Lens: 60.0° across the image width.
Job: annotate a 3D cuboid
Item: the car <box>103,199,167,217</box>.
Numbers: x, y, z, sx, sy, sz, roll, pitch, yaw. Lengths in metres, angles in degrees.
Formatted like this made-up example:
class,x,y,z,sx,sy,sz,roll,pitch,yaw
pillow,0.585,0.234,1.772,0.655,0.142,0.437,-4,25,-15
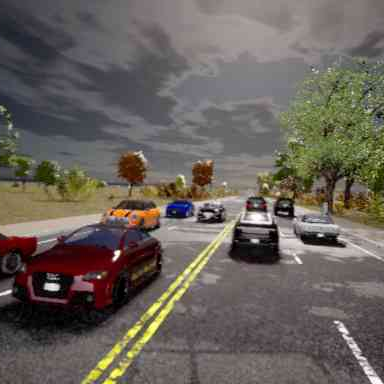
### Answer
class,x,y,z,sx,sy,sz,roll,pitch,yaw
car,-3.229,1.200,18.401,2.097,1.767,4.553,3,0,11

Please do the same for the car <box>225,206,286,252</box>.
class,x,y,z,sx,sy,sz,roll,pitch,yaw
car,2.816,1.619,14.740,2.128,1.511,4.902,3,0,11

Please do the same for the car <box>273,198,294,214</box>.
class,x,y,z,sx,sy,sz,roll,pitch,yaw
car,11.033,1.708,40.110,2.150,2.045,5.566,3,0,11

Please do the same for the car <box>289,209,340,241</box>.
class,x,y,z,sx,sy,sz,roll,pitch,yaw
car,6.941,1.917,19.002,1.895,1.301,4.718,3,0,11

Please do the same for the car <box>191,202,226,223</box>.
class,x,y,z,sx,sy,sz,roll,pitch,yaw
car,1.662,1.562,26.720,2.128,1.511,4.902,3,0,11

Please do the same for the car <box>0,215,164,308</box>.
class,x,y,z,sx,sy,sz,roll,pitch,yaw
car,-2.031,1.470,7.690,1.994,1.385,4.181,3,0,11

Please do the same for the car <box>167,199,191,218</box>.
class,x,y,z,sx,sy,sz,roll,pitch,yaw
car,-0.982,1.422,30.029,1.882,1.535,5.008,3,0,11

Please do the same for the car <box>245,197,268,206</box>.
class,x,y,z,sx,sy,sz,roll,pitch,yaw
car,6.905,1.524,35.859,2.150,2.045,5.566,3,0,11
